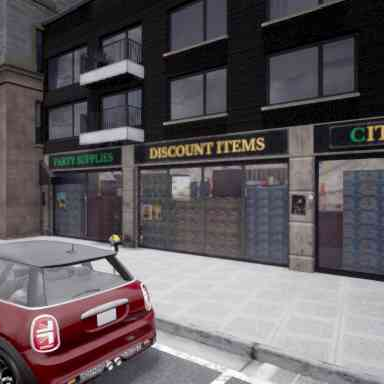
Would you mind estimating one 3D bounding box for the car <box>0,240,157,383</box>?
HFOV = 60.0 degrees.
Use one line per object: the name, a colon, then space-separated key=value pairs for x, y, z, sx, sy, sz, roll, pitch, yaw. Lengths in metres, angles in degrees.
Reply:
car: x=-2.542 y=1.440 z=4.894 sx=4.097 sy=1.590 sz=1.967 roll=0 pitch=0 yaw=36
